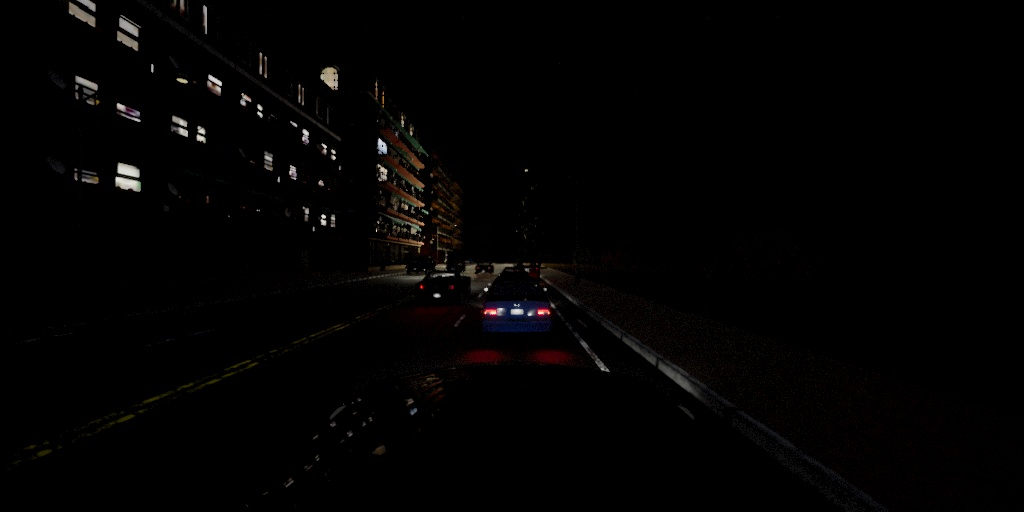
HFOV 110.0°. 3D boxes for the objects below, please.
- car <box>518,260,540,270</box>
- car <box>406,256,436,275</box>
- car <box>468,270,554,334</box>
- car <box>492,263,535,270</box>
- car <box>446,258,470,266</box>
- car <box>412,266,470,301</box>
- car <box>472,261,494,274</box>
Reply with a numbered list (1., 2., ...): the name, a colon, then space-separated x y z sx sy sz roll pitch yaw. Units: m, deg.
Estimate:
1. car: 1.170 1.098 29.811 2.097 1.767 4.553 0 0 0
2. car: -9.807 0.966 39.001 2.150 2.045 5.566 0 0 0
3. car: 0.112 1.297 10.543 2.033 1.411 5.357 0 0 0
4. car: 0.116 1.313 20.876 1.994 1.385 4.181 0 0 1
5. car: -6.553 1.235 42.078 2.128 1.511 4.902 0 0 0
6. car: -3.134 1.349 17.271 1.895 1.301 4.718 0 0 0
7. car: -3.105 1.345 41.439 1.895 1.301 4.718 0 0 0
